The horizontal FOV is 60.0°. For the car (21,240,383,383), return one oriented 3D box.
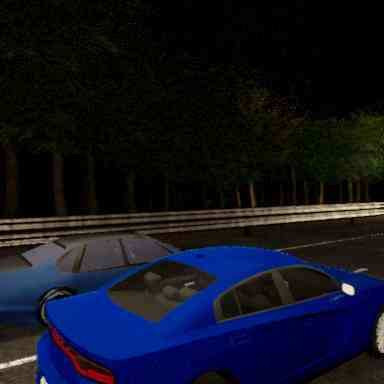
[{"bbox_3d":[0.761,1.468,4.289,5.008,1.535,1.882,0,0,-35],"label":"car"}]

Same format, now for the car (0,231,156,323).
[{"bbox_3d":[-1.584,1.539,6.915,5.357,1.411,2.033,0,0,-35],"label":"car"}]
